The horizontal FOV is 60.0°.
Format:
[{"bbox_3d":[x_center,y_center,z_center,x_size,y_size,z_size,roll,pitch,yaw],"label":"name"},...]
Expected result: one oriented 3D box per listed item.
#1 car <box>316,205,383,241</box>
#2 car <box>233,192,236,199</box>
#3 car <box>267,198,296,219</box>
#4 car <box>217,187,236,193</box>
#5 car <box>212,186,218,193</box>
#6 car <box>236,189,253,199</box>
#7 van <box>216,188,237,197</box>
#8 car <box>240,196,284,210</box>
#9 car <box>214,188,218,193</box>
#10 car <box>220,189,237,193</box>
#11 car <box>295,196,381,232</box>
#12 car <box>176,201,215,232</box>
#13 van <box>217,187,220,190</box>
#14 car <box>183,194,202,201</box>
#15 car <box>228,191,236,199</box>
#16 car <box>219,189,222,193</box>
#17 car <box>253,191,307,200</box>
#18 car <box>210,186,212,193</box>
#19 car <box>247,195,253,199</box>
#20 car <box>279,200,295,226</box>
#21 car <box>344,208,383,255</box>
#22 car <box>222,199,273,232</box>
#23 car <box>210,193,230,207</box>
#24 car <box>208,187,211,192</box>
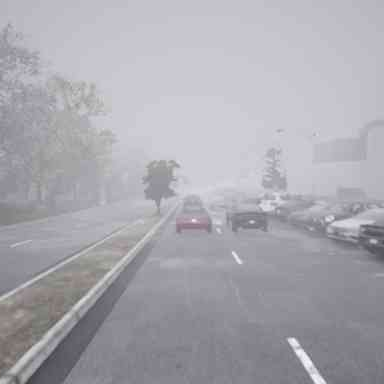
[{"bbox_3d":[8.070,1.464,14.371,4.674,1.452,2.002,1,1,-20],"label":"car"},{"bbox_3d":[8.236,1.105,41.467,5.366,1.575,1.946,0,1,-20],"label":"car"},{"bbox_3d":[8.092,1.390,23.395,4.792,1.488,2.163,1,0,-20],"label":"car"},{"bbox_3d":[8.033,0.508,65.380,4.553,1.767,2.185,0,1,-20],"label":"car"},{"bbox_3d":[8.038,0.205,74.319,5.566,2.045,2.435,0,1,-20],"label":"car"},{"bbox_3d":[8.043,0.962,35.371,5.566,2.045,2.435,0,1,-20],"label":"car"},{"bbox_3d":[7.954,0.170,77.272,4.442,1.987,1.878,0,1,-20],"label":"van"},{"bbox_3d":[8.069,1.200,38.395,4.674,1.452,2.002,0,1,-20],"label":"car"},{"bbox_3d":[8.054,0.516,71.356,4.892,1.521,2.231,0,1,-20],"label":"car"},{"bbox_3d":[8.036,0.782,59.394,4.792,1.488,2.163,0,1,-20],"label":"car"},{"bbox_3d":[8.100,1.282,17.381,4.553,1.767,2.185,1,1,-20],"label":"car"},{"bbox_3d":[0.097,1.472,19.488,1.994,1.385,4.181,0,0,0],"label":"car"},{"bbox_3d":[8.172,0.349,68.413,4.442,1.987,1.878,0,1,-20],"label":"van"},{"bbox_3d":[0.094,1.038,37.594,2.097,1.767,4.553,0,1,0],"label":"car"},{"bbox_3d":[8.038,1.020,47.390,4.792,1.488,2.163,0,1,-20],"label":"car"},{"bbox_3d":[8.057,0.732,62.412,4.674,1.452,2.002,0,1,-20],"label":"car"},{"bbox_3d":[8.095,1.080,26.391,5.566,2.045,2.435,1,1,-20],"label":"car"},{"bbox_3d":[8.089,0.085,80.314,5.566,2.045,2.435,0,1,-20],"label":"car"},{"bbox_3d":[7.894,1.292,29.321,5.366,1.575,1.946,1,1,-20],"label":"car"},{"bbox_3d":[8.070,1.430,20.371,4.674,1.452,2.002,1,1,-20],"label":"car"},{"bbox_3d":[8.061,1.438,11.370,5.008,1.535,2.097,1,0,-20],"label":"car"},{"bbox_3d":[3.096,1.384,19.624,1.882,1.535,5.008,0,0,0],"label":"car"},{"bbox_3d":[3.094,1.177,39.503,1.812,1.442,4.674,0,1,0],"label":"car"},{"bbox_3d":[8.084,0.007,95.241,4.792,1.488,2.163,0,2,-20],"label":"car"}]
